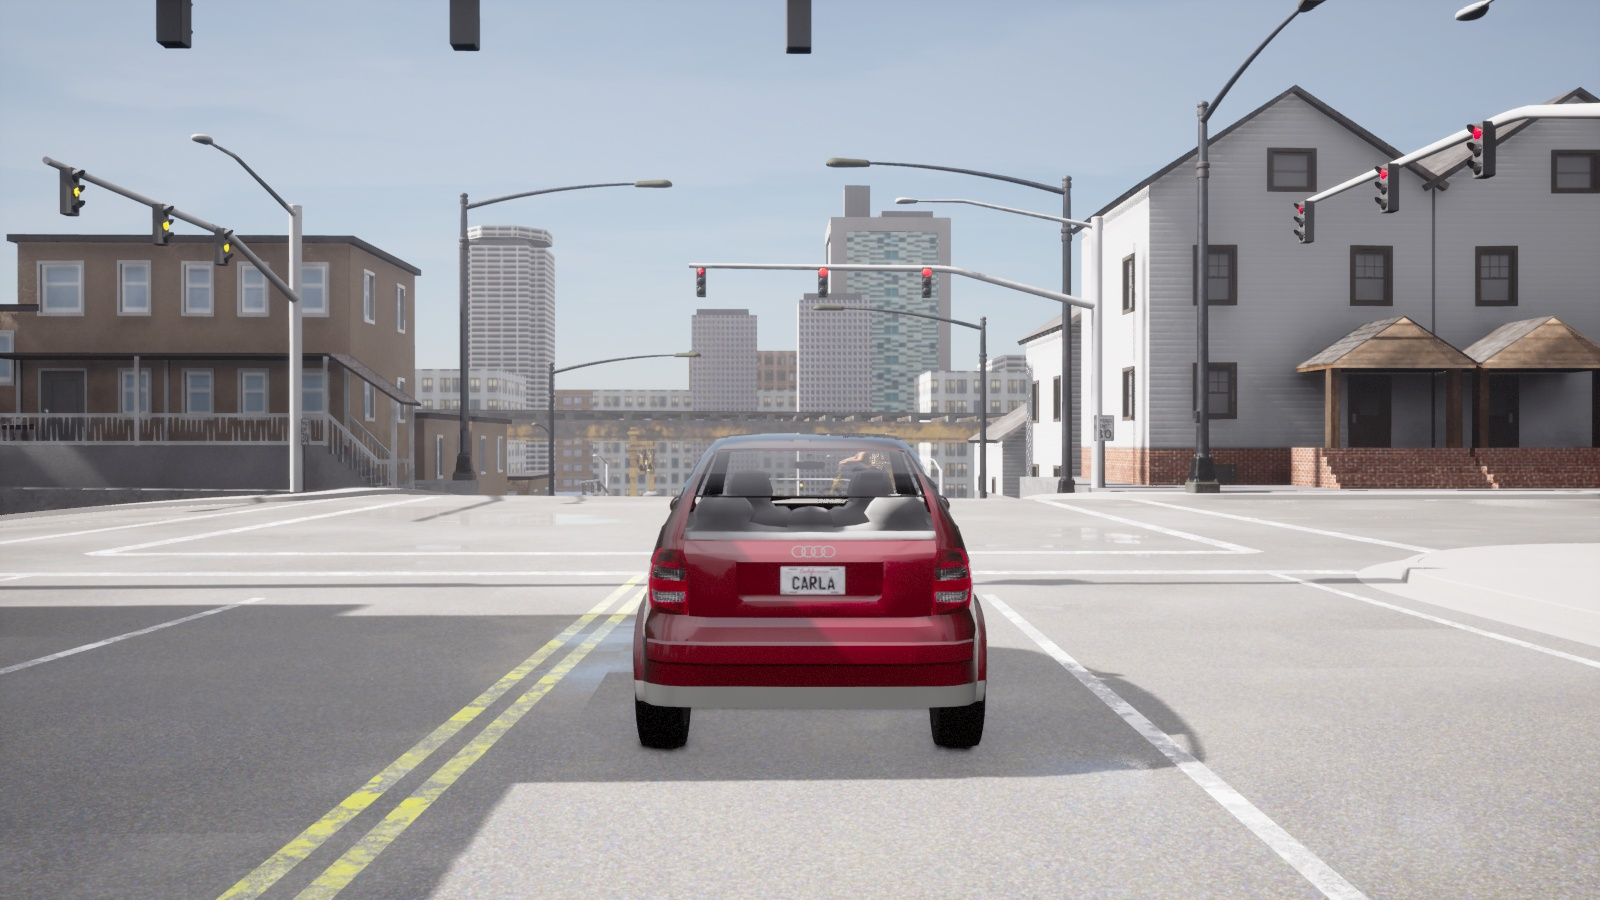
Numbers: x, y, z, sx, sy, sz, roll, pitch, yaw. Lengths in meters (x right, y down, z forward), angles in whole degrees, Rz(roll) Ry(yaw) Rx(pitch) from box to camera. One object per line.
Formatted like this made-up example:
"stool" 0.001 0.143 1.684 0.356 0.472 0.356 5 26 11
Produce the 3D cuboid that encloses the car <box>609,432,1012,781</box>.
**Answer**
"car" 0.056 0.683 7.431 1.789 1.549 3.705 0 0 0
